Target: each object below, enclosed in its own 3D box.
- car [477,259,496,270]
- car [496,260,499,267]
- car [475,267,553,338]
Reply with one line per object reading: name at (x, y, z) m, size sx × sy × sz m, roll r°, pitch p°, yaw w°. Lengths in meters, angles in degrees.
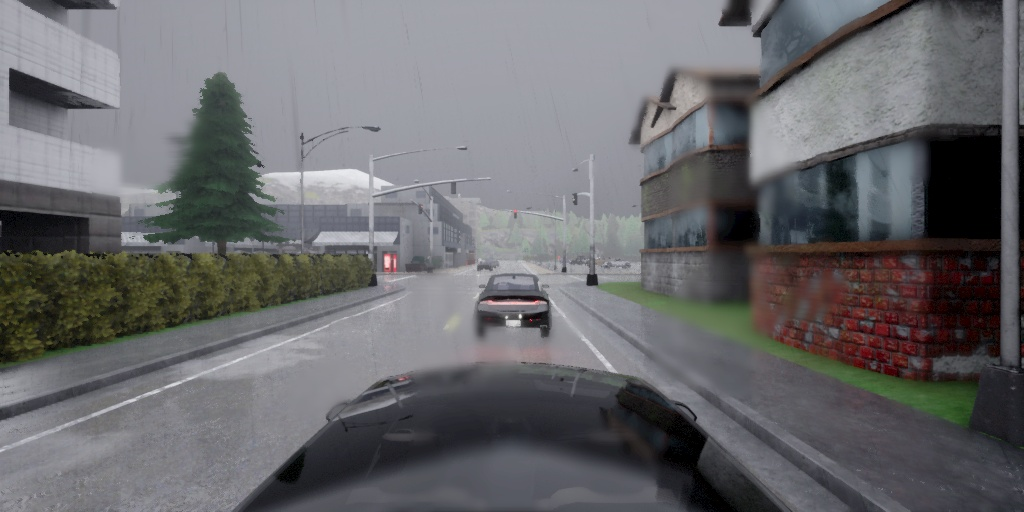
car at (-3.590, 1.351, 48.251) m, size 1.895 × 1.301 × 4.718 m, roll 0°, pitch 0°, yaw 0°
car at (-3.578, 1.314, 58.278) m, size 1.994 × 1.385 × 4.181 m, roll 0°, pitch 0°, yaw 0°
car at (0.056, 1.242, 10.165) m, size 2.128 × 1.511 × 4.902 m, roll 0°, pitch 0°, yaw 0°
